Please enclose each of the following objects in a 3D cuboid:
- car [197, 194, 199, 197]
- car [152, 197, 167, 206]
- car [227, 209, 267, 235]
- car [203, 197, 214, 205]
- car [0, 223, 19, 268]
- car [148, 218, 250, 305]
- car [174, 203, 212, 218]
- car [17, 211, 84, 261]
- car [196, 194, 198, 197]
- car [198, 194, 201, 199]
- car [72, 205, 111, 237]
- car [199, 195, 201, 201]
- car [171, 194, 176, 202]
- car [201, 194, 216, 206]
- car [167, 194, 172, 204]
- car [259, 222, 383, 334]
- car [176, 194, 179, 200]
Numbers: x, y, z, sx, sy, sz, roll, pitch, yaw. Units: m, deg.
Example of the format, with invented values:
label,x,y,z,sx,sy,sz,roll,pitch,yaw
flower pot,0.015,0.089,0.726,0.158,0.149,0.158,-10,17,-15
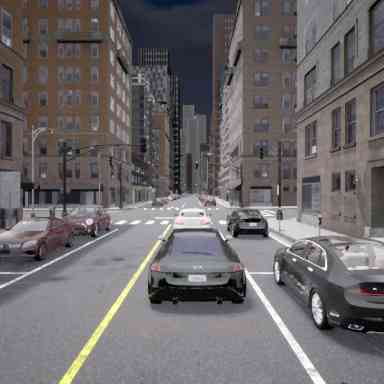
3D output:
label,x,y,z,sx,sy,sz,roll,pitch,yaw
car,3.029,1.561,87.246,1.967,1.590,4.097,0,0,0
car,-5.584,1.618,54.814,1.802,1.307,4.206,0,0,0
car,2.872,1.567,17.702,1.947,1.339,4.313,0,0,0
car,2.956,1.571,60.372,1.752,1.417,4.829,0,0,0
car,-5.664,1.566,6.708,1.947,1.339,4.313,0,0,0
car,0.090,1.564,8.166,1.994,1.385,4.181,0,0,0
car,0.050,1.526,16.925,1.812,1.442,4.674,0,0,1
car,-5.659,1.582,12.209,1.802,1.307,4.206,0,0,0
car,3.043,1.457,92.656,2.192,1.841,5.009,0,0,0
car,2.999,1.524,76.428,1.967,1.590,4.097,0,0,0
car,-5.654,1.441,17.711,1.967,1.590,4.097,0,0,0
car,2.971,1.607,65.610,2.008,1.369,4.403,0,0,0
car,-5.510,1.626,81.686,1.752,1.417,4.829,0,0,0
car,2.940,1.476,54.793,1.967,1.590,4.097,0,0,0
car,-5.554,1.607,65.630,2.008,1.369,4.403,0,0,0
car,2.861,1.551,6.700,2.008,1.369,4.403,0,0,0
car,-5.481,1.457,92.674,2.192,1.841,5.009,0,0,0
